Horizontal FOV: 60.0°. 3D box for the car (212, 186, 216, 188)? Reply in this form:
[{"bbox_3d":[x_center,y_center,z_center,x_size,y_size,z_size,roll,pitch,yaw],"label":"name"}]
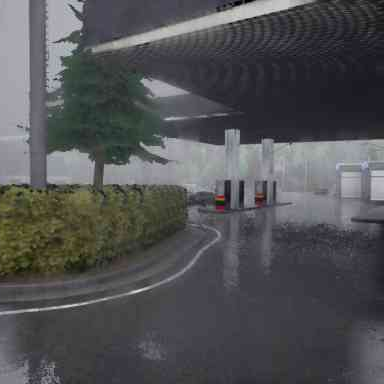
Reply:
[{"bbox_3d":[6.261,-0.616,65.258,5.027,1.636,2.152,2,2,36],"label":"car"}]

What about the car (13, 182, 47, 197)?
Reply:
[{"bbox_3d":[-20.762,-0.365,42.522,4.605,1.855,1.932,2,2,36],"label":"car"}]

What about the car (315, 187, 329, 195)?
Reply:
[{"bbox_3d":[24.404,-0.191,62.466,2.128,1.511,4.902,2,2,31],"label":"car"}]

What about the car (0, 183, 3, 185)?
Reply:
[{"bbox_3d":[-32.952,-0.841,55.298,5.027,1.636,2.152,2,2,36],"label":"car"}]

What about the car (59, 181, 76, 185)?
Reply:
[{"bbox_3d":[-25.409,-1.183,65.626,3.866,1.878,1.905,2,2,36],"label":"car"}]

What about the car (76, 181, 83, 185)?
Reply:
[{"bbox_3d":[-24.029,-1.234,68.216,4.605,1.855,1.932,2,2,36],"label":"car"}]

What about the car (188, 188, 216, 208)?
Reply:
[{"bbox_3d":[1.364,0.656,30.830,1.812,1.442,4.674,2,2,36],"label":"car"}]

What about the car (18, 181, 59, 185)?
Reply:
[{"bbox_3d":[-16.345,-0.105,35.233,3.866,1.878,1.905,2,2,36],"label":"car"}]
